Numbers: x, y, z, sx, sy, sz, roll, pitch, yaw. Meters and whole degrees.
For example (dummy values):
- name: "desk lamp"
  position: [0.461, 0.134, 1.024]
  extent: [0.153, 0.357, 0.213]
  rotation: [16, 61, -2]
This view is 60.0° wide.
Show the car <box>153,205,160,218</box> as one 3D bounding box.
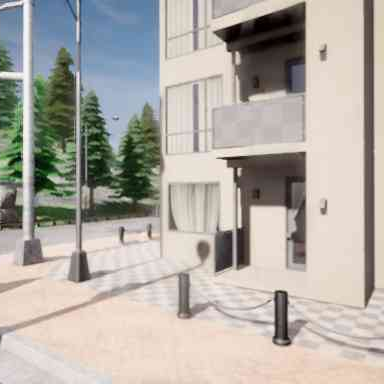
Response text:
- name: "car"
  position: [-1.457, 1.420, 30.432]
  extent: [2.097, 1.767, 4.553]
  rotation: [0, 0, 35]
